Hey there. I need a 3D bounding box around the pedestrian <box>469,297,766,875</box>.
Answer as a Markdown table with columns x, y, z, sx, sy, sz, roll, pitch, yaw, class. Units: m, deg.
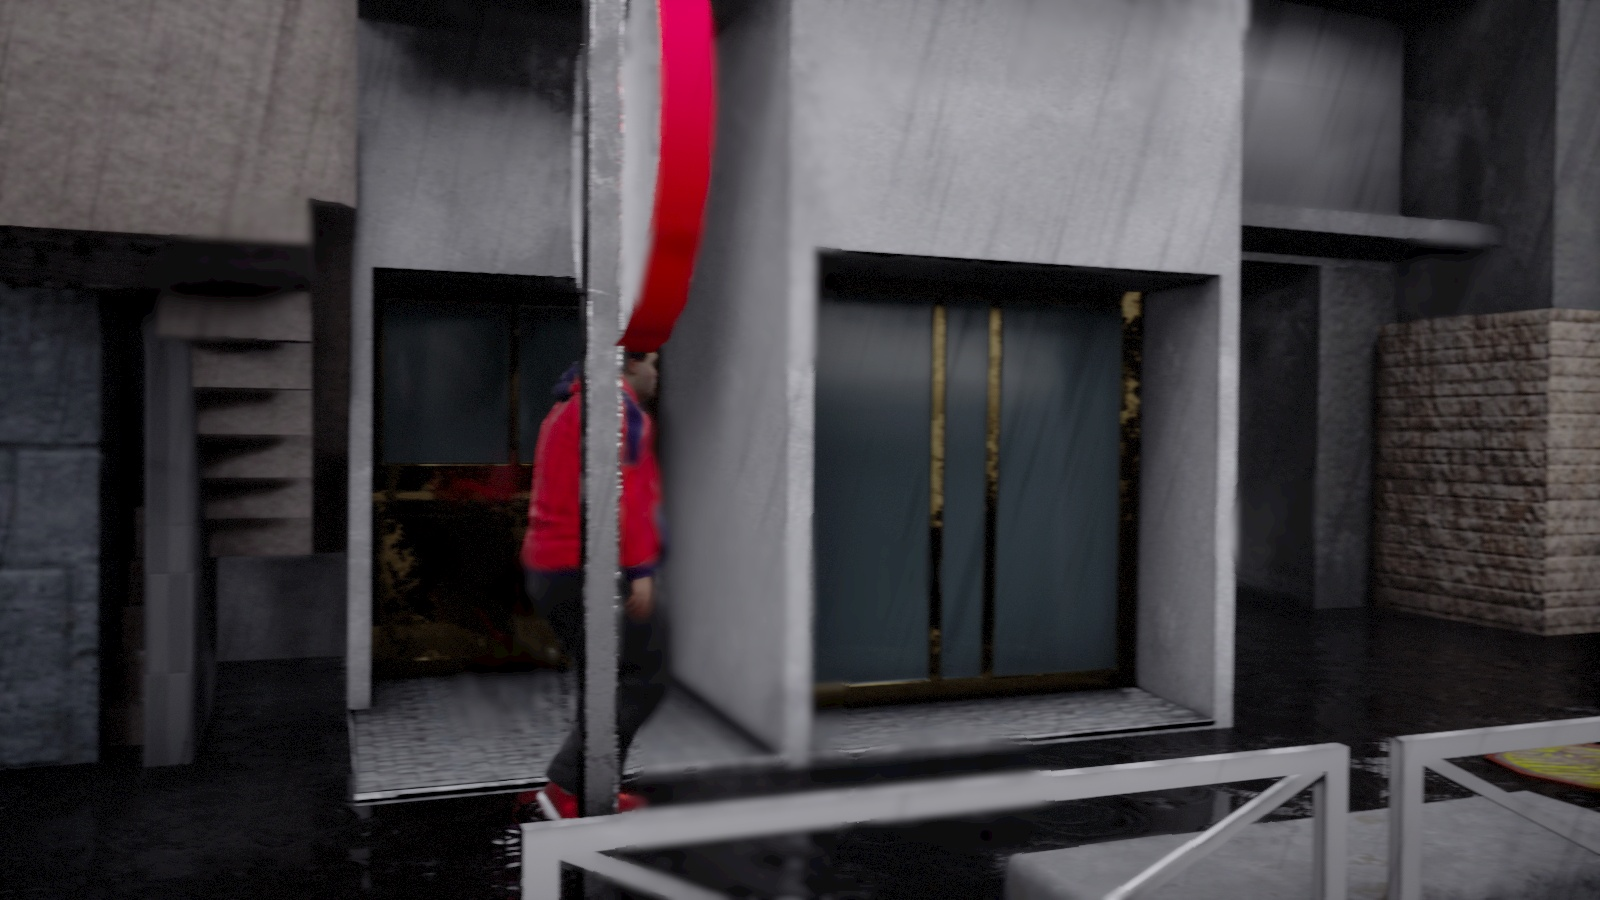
| x | y | z | sx | sy | sz | roll | pitch | yaw | class |
| --- | --- | --- | --- | --- | --- | --- | --- | --- | --- |
| -0.662 | 0.426 | 4.466 | 0.899 | 1.844 | 0.634 | -1 | 1 | -22 | pedestrian |
